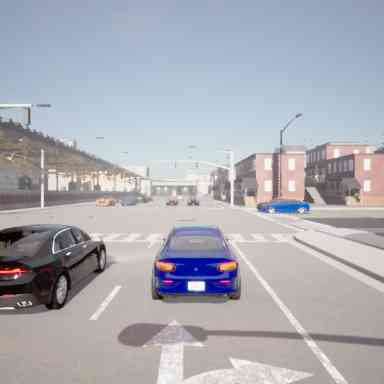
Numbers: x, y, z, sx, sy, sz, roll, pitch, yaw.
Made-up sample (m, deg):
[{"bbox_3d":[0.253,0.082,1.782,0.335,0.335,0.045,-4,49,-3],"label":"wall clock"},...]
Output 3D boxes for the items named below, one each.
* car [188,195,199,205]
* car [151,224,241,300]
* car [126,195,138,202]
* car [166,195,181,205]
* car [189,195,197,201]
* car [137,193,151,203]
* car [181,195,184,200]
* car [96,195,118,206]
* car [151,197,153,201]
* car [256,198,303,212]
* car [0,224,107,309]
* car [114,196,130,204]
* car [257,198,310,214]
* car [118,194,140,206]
[{"bbox_3d":[0.229,1.601,56.841,1.895,1.301,4.718,0,0,0],"label":"car"},{"bbox_3d":[0.096,1.526,8.286,1.812,1.442,4.674,0,0,0],"label":"car"},{"bbox_3d":[-13.825,1.524,77.019,1.812,1.442,4.674,0,0,0],"label":"car"},{"bbox_3d":[-3.269,1.601,56.851,1.895,1.301,4.718,0,0,0],"label":"car"},{"bbox_3d":[0.203,1.540,89.429,2.033,1.411,5.357,0,0,0],"label":"car"},{"bbox_3d":[-10.357,1.224,67.545,2.150,2.045,5.566,0,0,0],"label":"car"},{"bbox_3d":[-3.297,1.524,89.677,1.812,1.442,4.674,0,0,0],"label":"car"},{"bbox_3d":[-13.956,1.352,53.684,2.097,1.767,4.553,0,0,0],"label":"car"},{"bbox_3d":[-10.324,1.552,77.610,1.994,1.385,4.181,0,0,0],"label":"car"},{"bbox_3d":[10.007,1.478,38.307,5.008,1.535,1.882,0,0,3],"label":"car"},{"bbox_3d":[-3.411,1.505,7.831,1.837,1.490,4.892,0,0,0],"label":"car"},{"bbox_3d":[-13.867,1.493,66.046,2.128,1.511,4.902,0,0,1],"label":"car"},{"bbox_3d":[9.639,1.478,34.508,5.008,1.535,1.882,0,0,-1],"label":"car"},{"bbox_3d":[-10.450,1.547,55.389,2.033,1.411,5.357,0,0,0],"label":"car"}]
